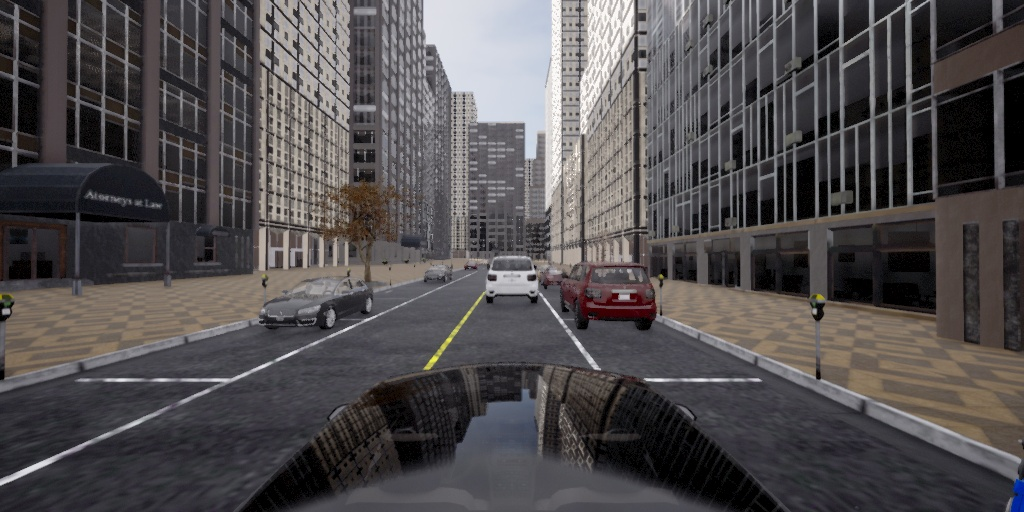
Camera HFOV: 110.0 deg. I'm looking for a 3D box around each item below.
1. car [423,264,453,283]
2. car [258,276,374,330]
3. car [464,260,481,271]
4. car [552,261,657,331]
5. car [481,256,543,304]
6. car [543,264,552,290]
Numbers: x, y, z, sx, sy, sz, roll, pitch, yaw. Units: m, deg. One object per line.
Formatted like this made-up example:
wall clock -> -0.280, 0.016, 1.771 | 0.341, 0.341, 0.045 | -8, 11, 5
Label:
car -> -5.689, 1.303, 27.908 | 2.007, 1.370, 4.403 | 0, 0, 0
car -> -5.689, 1.301, 10.979 | 2.007, 1.370, 4.403 | 0, 0, 0
car -> -5.689, 1.295, 50.479 | 1.888, 1.381, 4.507 | 0, 0, 0
car -> 2.693, 1.065, 11.003 | 2.192, 1.841, 5.009 | 0, 0, 0
car -> 0.001, 1.010, 16.531 | 2.150, 2.045, 5.566 | 0, 0, 0
car -> 2.692, 1.334, 22.285 | 1.802, 1.307, 4.207 | 0, 0, 0
